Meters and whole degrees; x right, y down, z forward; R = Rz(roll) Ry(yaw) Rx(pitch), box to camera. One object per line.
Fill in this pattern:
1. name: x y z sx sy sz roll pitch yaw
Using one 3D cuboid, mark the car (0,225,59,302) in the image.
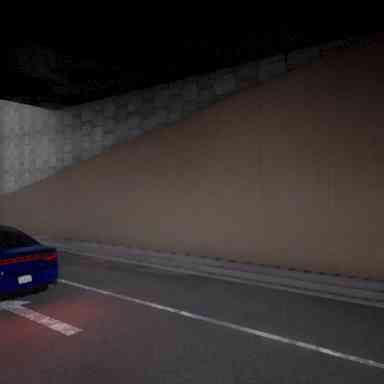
1. car: -5.121 1.477 7.650 5.008 1.535 1.882 0 0 36
